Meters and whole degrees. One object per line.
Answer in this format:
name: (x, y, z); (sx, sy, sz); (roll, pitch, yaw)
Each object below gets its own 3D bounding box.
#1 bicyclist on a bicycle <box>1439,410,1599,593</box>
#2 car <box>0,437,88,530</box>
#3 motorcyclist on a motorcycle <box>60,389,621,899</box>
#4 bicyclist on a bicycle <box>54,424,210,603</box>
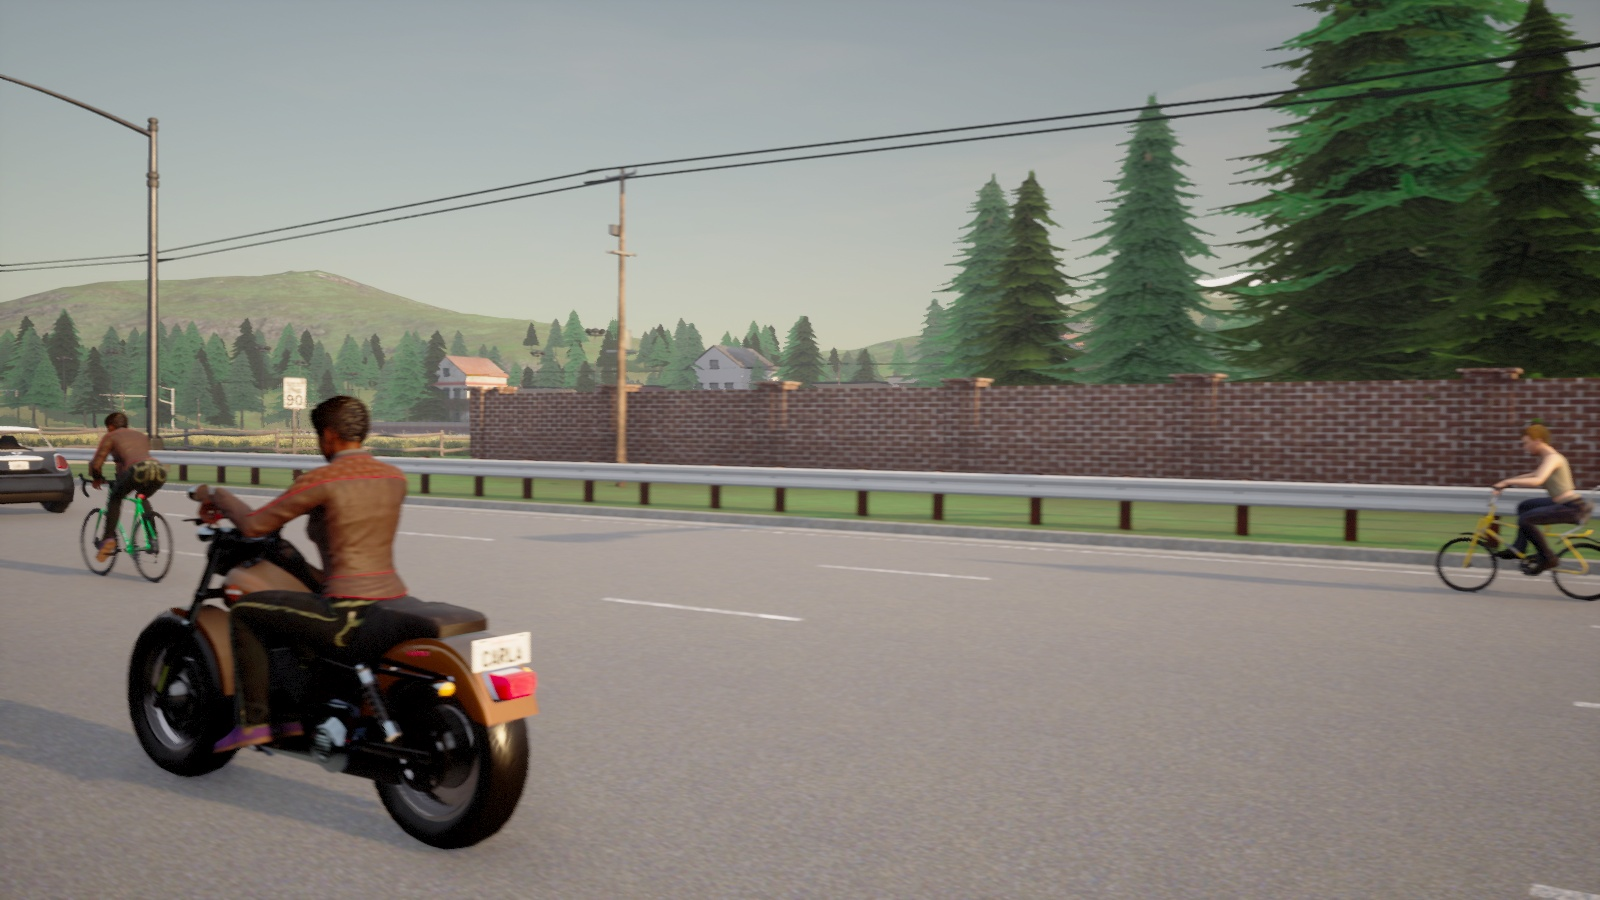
bicyclist on a bicycle: (6.843, 0.447, 11.674); (1.509, 1.612, 0.866); (0, 1, 34)
car: (-14.155, 0.533, 21.430); (3.806, 1.475, 1.970); (0, 1, 34)
motorcyclist on a motorcycle: (-1.846, 0.632, 4.849); (2.350, 1.649, 0.766); (0, 1, 34)
bicyclist on a bicycle: (-6.454, 0.578, 12.112); (1.656, 1.620, 0.582); (0, 1, 34)
